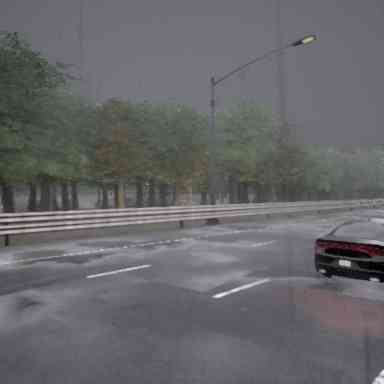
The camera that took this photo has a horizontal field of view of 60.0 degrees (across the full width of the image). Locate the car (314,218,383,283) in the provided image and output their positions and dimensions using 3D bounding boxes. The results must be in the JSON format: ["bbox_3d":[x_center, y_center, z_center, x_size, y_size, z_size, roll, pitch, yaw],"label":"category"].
[{"bbox_3d":[5.270,1.477,9.333,5.008,1.535,1.882,0,0,-44],"label":"car"}]
